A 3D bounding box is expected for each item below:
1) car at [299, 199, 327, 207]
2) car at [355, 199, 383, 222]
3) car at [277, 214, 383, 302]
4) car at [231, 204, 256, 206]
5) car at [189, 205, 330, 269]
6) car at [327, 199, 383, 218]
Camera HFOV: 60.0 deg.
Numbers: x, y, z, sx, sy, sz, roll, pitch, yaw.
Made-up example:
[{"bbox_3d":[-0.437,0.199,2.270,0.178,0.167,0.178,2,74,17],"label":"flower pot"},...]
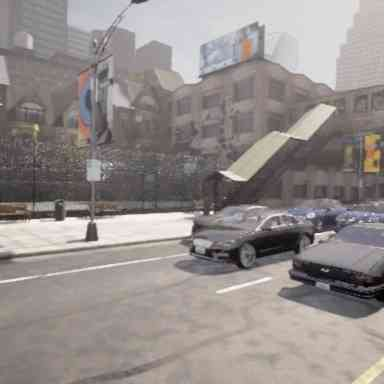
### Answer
[{"bbox_3d":[7.009,1.193,18.859,4.553,1.767,2.185,0,1,-41],"label":"car"},{"bbox_3d":[15.230,1.371,25.824,4.892,1.521,2.231,1,1,-31],"label":"car"},{"bbox_3d":[4.671,1.501,8.363,5.357,1.411,2.033,0,1,-40],"label":"car"},{"bbox_3d":[2.206,1.291,14.588,5.008,1.535,2.097,0,1,-41],"label":"car"},{"bbox_3d":[2.112,1.359,10.785,4.902,1.511,2.128,0,1,-40],"label":"car"},{"bbox_3d":[9.064,1.263,16.685,4.553,1.767,2.097,0,1,-40],"label":"car"}]
